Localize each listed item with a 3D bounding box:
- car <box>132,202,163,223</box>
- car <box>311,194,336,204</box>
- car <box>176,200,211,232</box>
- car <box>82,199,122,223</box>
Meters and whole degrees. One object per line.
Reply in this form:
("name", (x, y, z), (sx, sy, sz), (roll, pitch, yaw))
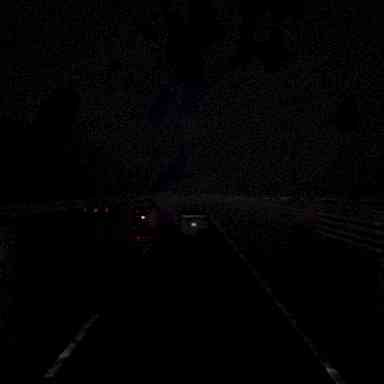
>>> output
("car", (-3.400, 1.506, 25.536), (1.837, 1.490, 4.892), (0, 0, 0))
("car", (28.753, 1.497, 72.688), (2.150, 2.045, 5.566), (0, 0, -26))
("car", (0.099, 1.490, 19.889), (2.128, 1.511, 4.902), (0, 0, 0))
("car", (-6.893, 1.348, 25.939), (2.097, 1.767, 4.553), (1, 0, 0))
